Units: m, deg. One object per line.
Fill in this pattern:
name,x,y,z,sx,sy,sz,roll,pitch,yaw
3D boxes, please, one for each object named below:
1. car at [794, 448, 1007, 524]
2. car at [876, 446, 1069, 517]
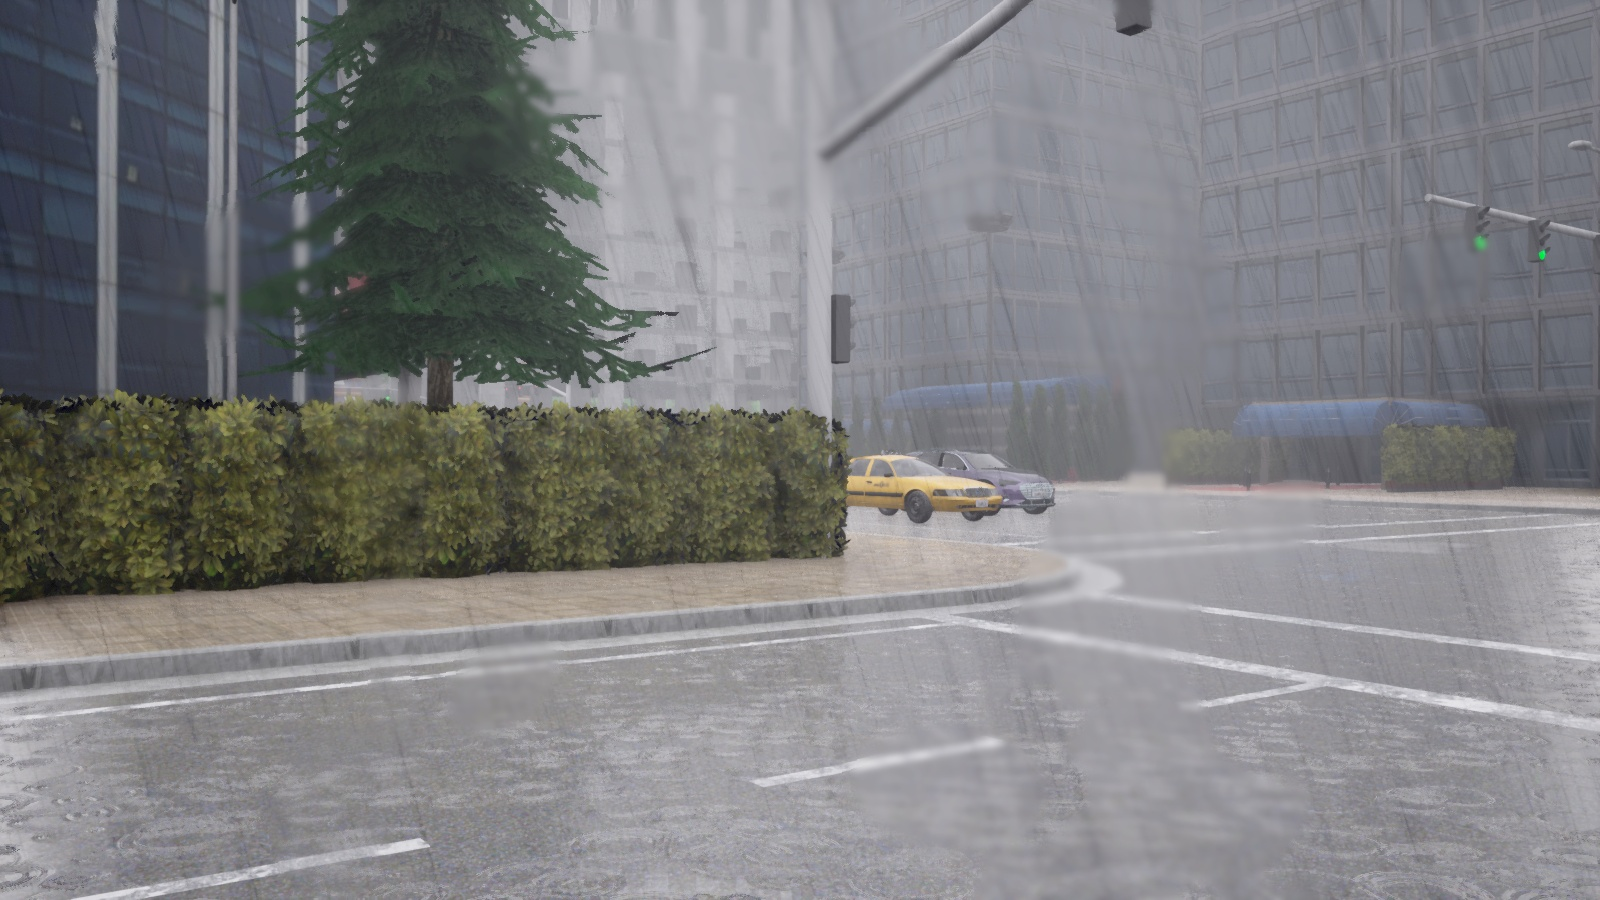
car,2.141,0.749,28.553,1.801,1.575,5.366,0,0,-35
car,4.245,0.743,31.635,2.033,1.649,4.856,0,0,-35
